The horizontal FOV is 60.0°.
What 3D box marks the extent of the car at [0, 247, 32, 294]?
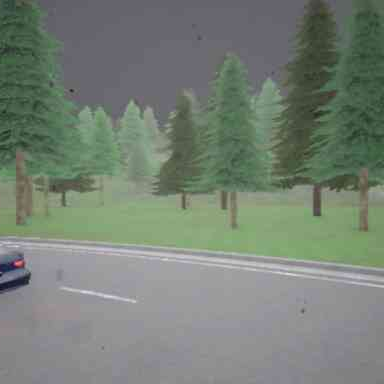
[{"bbox_3d":[-5.944,1.493,7.056,5.357,1.411,2.033,0,1,24],"label":"car"}]
